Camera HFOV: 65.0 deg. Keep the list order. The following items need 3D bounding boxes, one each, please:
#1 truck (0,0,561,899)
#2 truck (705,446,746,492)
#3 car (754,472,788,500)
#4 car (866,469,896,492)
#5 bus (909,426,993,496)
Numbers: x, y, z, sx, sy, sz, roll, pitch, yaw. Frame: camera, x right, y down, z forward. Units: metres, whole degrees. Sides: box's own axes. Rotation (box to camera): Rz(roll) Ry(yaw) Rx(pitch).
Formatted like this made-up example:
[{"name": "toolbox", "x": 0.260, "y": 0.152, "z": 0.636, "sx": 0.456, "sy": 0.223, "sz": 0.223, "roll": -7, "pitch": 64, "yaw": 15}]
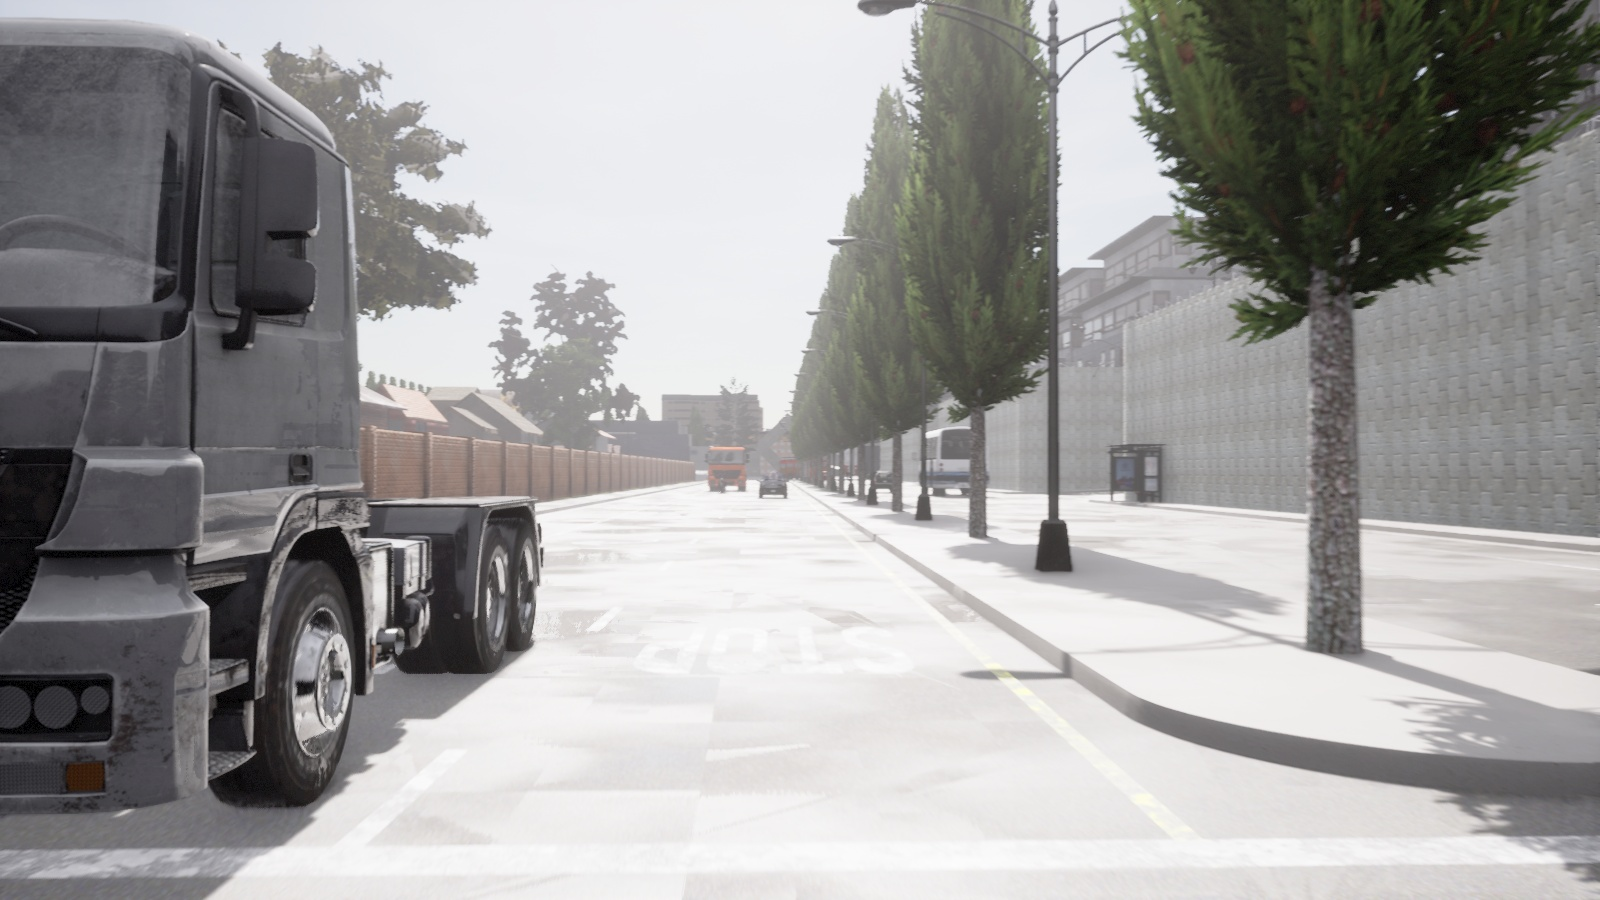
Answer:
[{"name": "truck", "x": -3.684, "y": -0.010, "z": 8.205, "sx": 2.891, "sy": 3.462, "sz": 7.936, "roll": 0, "pitch": -1, "yaw": -1}, {"name": "truck", "x": -5.769, "y": 1.509, "z": 98.189, "sx": 2.891, "sy": 3.462, "sz": 7.936, "roll": 0, "pitch": -1, "yaw": -1}, {"name": "car", "x": -1.652, "y": 2.041, "z": 71.800, "sx": 1.845, "sy": 1.501, "sz": 3.633, "roll": 0, "pitch": -1, "yaw": -1}, {"name": "car", "x": 5.880, "y": 2.223, "z": 92.043, "sx": 1.851, "sy": 1.617, "sz": 3.988, "roll": 0, "pitch": -1, "yaw": -1}, {"name": "bus", "x": 9.616, "y": 0.739, "z": 81.584, "sx": 3.944, "sy": 4.253, "sz": 10.273, "roll": 0, "pitch": -1, "yaw": -1}]
